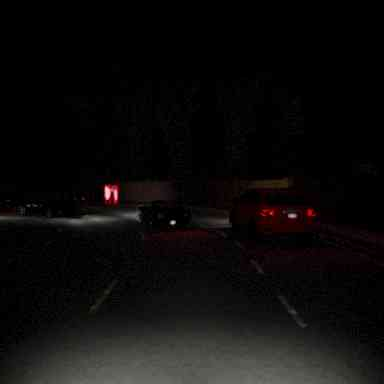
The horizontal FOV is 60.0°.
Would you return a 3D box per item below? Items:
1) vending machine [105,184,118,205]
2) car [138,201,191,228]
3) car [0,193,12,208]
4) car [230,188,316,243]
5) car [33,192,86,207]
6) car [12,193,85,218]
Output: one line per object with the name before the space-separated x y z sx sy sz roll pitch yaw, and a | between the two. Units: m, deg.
vending machine | -8.386 0.258 34.687 0.880 2.100 1.100 1 2 24
car | -1.674 1.111 18.043 1.895 1.301 4.718 0 2 -20
car | -18.193 0.776 30.497 4.718 1.301 1.895 0 2 16
car | 3.176 0.838 14.092 2.150 2.045 5.566 0 2 -6
car | -12.880 0.725 32.408 4.718 1.301 1.895 1 2 21
car | -9.901 0.860 22.818 5.008 1.535 1.882 1 1 33
